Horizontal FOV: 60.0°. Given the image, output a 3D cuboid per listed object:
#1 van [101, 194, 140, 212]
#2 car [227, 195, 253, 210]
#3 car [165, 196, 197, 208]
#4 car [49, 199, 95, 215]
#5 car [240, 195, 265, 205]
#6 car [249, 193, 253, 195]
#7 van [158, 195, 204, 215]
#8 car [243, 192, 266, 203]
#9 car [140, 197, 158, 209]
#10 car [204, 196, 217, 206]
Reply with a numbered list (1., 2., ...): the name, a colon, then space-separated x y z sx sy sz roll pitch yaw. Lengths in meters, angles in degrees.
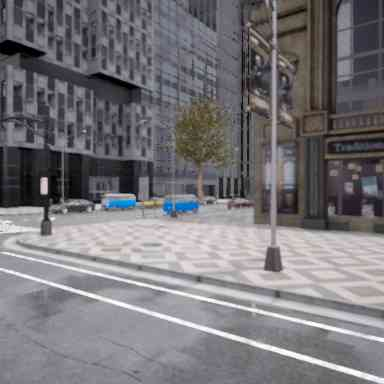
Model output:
1. van: -7.842 1.117 35.589 1.690 1.788 3.998 1 0 36
2. car: 5.645 1.381 39.720 1.802 1.307 4.206 1 0 36
3. car: -1.370 1.280 44.566 1.752 1.417 4.829 1 0 36
4. car: -11.130 1.338 31.033 2.008 1.369 4.403 1 0 36
5. car: 10.275 1.288 55.993 2.033 1.411 5.357 0 0 36
6. car: 8.933 1.229 44.277 1.967 1.590 4.097 0 0 36
7. van: -0.927 1.162 30.604 1.690 1.788 3.998 1 0 36
8. car: 11.876 1.030 62.930 2.192 1.841 5.009 0 0 36
9. car: -4.656 1.291 40.009 1.752 1.417 4.829 1 0 36
10. car: 2.016 1.295 49.261 2.008 1.369 4.403 1 0 36
